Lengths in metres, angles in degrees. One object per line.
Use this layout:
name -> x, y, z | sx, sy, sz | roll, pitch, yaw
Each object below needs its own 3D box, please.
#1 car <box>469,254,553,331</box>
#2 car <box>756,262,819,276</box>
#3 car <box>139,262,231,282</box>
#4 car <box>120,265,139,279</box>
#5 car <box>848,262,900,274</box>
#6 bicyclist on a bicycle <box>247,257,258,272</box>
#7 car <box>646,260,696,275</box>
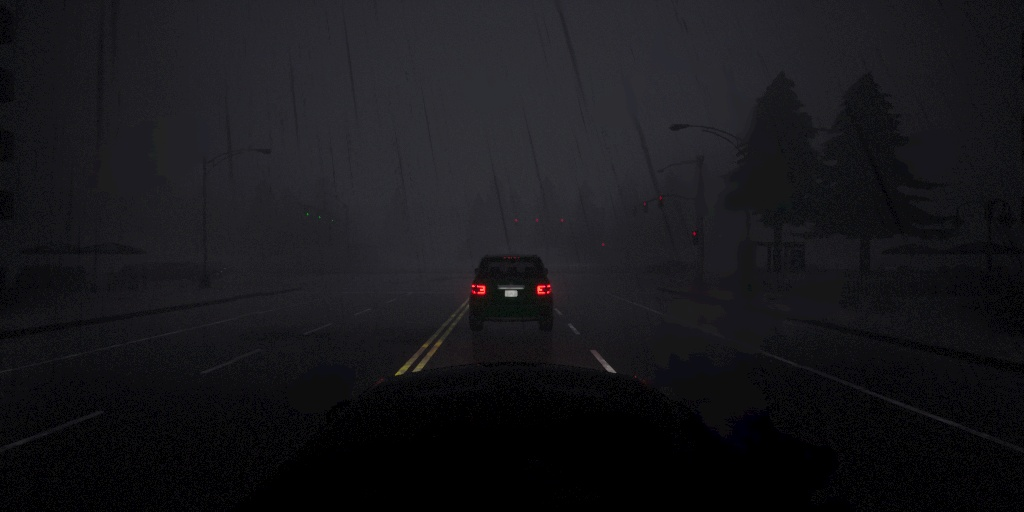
car -> -0.020, 0.971, 11.086 | 2.150, 2.045, 5.566 | 0, 0, 0
car -> 26.727, 1.242, 34.782 | 5.357, 1.411, 2.033 | 0, 0, 0
car -> -24.655, 1.199, 27.135 | 4.892, 1.490, 1.837 | 0, 0, -1
car -> -30.009, 1.242, 30.589 | 5.357, 1.411, 2.033 | 0, 0, -1
car -> 38.670, 1.295, 37.927 | 4.718, 1.301, 1.895 | 0, 0, 6
bicyclist on a bicycle -> -30.097, 0.995, 41.602 | 0.582, 1.620, 1.656 | 0, 0, 0
car -> 16.878, 1.172, 38.208 | 5.008, 1.535, 1.882 | 0, 0, 0
